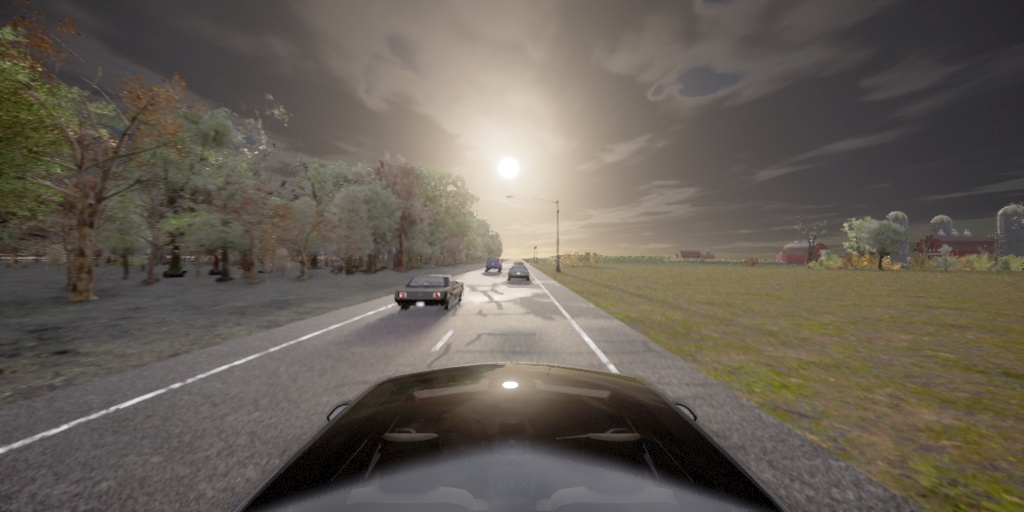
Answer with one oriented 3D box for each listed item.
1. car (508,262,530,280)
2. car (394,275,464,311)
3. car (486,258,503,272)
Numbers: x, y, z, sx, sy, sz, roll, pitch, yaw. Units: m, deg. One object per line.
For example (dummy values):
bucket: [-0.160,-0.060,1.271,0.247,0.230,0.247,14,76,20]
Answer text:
car: [0.619,1.501,33.450,1.994,1.385,4.181,0,0,1]
car: [-3.199,1.424,14.898,1.895,1.301,4.718,0,0,1]
car: [-2.565,1.252,52.046,2.150,2.045,5.566,0,-1,1]
